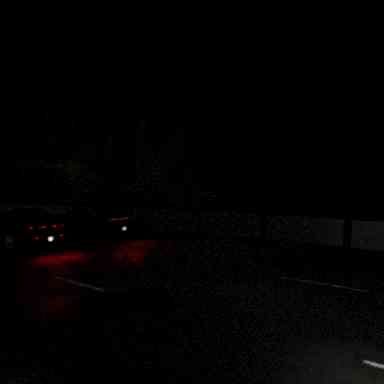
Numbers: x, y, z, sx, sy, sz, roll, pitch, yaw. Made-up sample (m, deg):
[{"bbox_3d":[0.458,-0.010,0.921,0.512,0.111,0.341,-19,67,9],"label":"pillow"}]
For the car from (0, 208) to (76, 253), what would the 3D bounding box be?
[{"bbox_3d":[-7.027,1.409,13.303,4.892,1.490,1.837,0,0,36],"label":"car"}]

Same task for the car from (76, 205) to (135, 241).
[{"bbox_3d":[-4.960,1.396,16.128,4.902,1.511,2.128,0,0,35],"label":"car"}]
